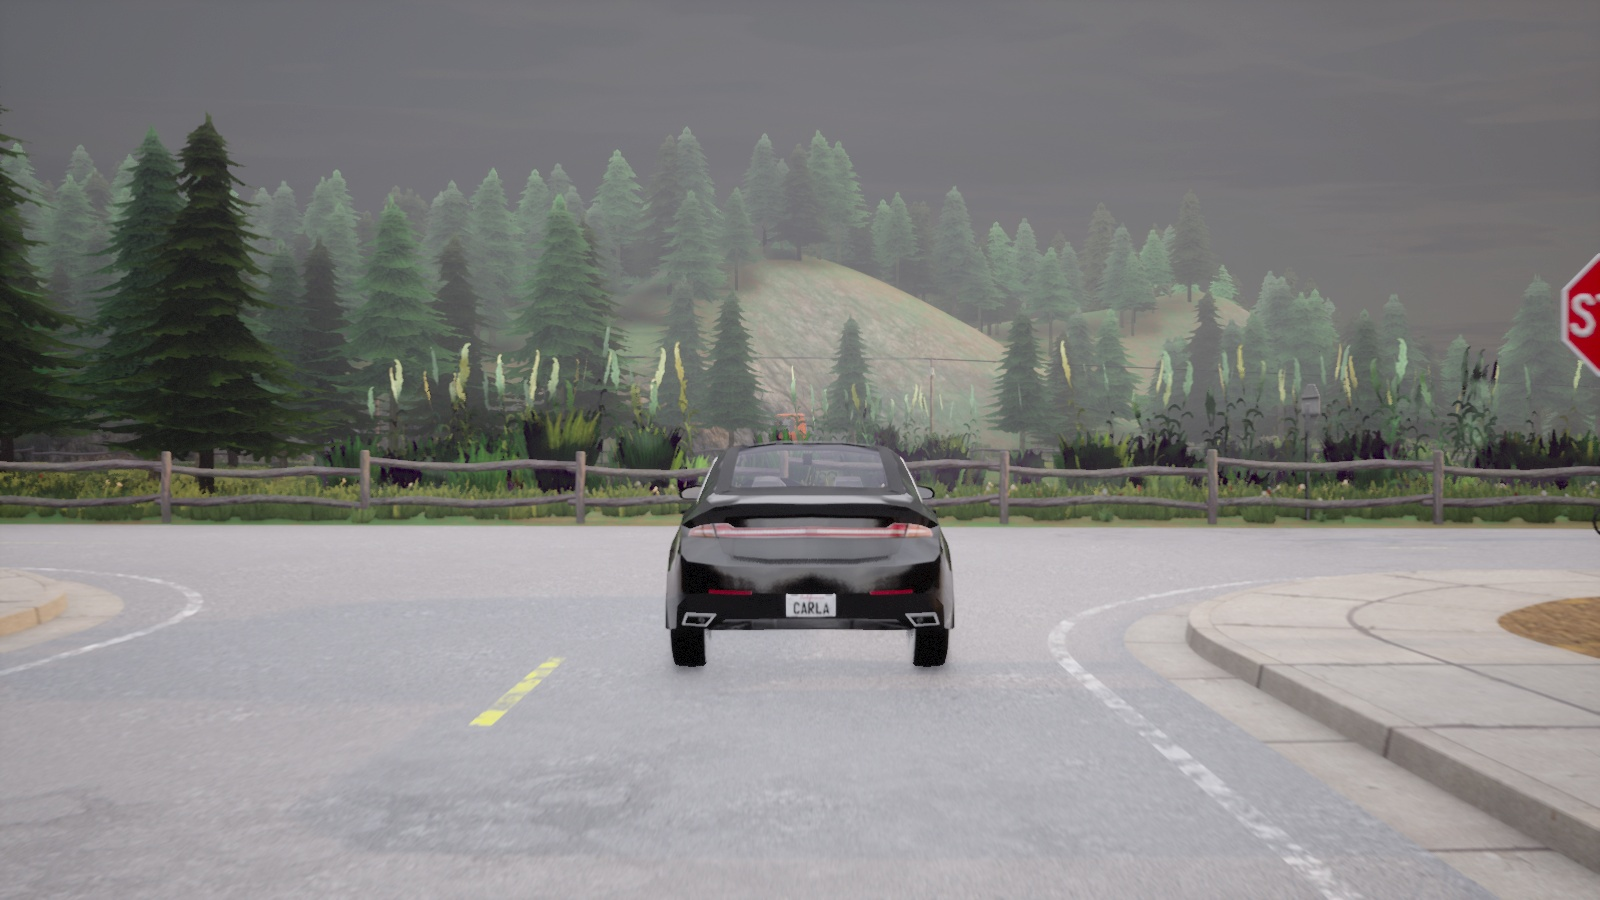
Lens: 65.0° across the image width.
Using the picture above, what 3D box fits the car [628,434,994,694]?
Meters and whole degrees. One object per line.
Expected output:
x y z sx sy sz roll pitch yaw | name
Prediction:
0.057 0.647 9.753 2.128 1.511 4.902 0 0 0 | car

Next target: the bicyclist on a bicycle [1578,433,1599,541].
12.663 0.553 18.776 1.509 1.612 0.866 0 0 3 | bicyclist on a bicycle

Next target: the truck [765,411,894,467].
1.822 -0.680 79.828 7.936 3.462 2.891 0 0 -6 | truck
